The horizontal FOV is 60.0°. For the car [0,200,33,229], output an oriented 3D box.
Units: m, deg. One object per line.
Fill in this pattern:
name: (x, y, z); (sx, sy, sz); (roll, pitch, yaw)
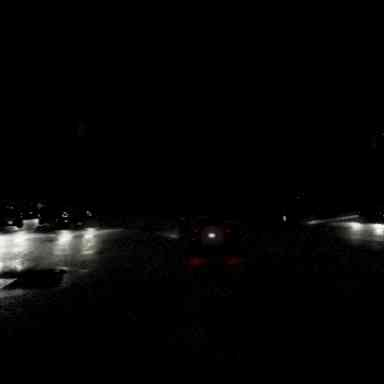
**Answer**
car: (-12.266, 1.493, 21.147); (2.128, 1.511, 4.902); (0, 1, -44)

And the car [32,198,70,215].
car: (-14.332, 1.411, 33.676); (1.895, 1.301, 4.718); (0, 2, -44)

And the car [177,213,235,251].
car: (0.519, 1.612, 14.514); (1.994, 1.385, 4.181); (0, 0, -7)

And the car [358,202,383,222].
car: (15.335, 1.578, 27.382); (1.882, 1.535, 5.008); (0, 0, 44)

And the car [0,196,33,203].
car: (-14.720, 1.390, 28.739); (1.837, 1.490, 4.892); (0, 1, -44)

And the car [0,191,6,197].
car: (-21.648, 0.787, 35.939); (2.150, 2.045, 5.566); (0, 2, -44)

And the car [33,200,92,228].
car: (-8.586, 1.380, 22.406); (2.097, 1.767, 4.553); (0, 0, -45)
